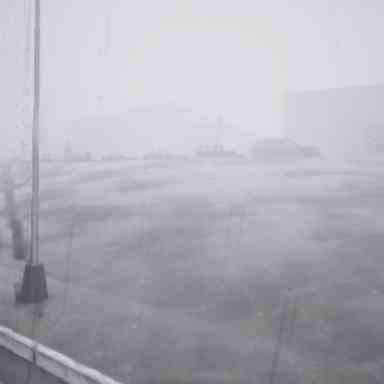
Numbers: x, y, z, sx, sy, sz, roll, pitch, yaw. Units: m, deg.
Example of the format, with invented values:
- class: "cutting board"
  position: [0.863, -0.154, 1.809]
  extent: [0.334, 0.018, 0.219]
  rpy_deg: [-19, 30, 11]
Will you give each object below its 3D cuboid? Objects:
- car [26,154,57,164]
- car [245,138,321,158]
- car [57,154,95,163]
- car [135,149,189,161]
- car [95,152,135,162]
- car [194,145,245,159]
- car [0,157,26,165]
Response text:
- class: "car"
  position: [-17.245, -3.788, 40.003]
  extent: [4.553, 1.767, 2.185]
  rpy_deg: [1, 1, 31]
- class: "car"
  position: [7.631, -3.341, 27.366]
  extent: [5.566, 2.045, 2.435]
  rpy_deg: [2, 1, 25]
- class: "car"
  position: [-12.251, -3.528, 37.205]
  extent: [4.792, 1.488, 2.163]
  rpy_deg: [1, 1, 29]
- class: "car"
  position: [-2.553, -3.356, 32.143]
  extent: [4.892, 1.521, 2.231]
  rpy_deg: [1, 1, 27]
- class: "car"
  position: [-7.386, -3.417, 34.599]
  extent: [4.674, 1.452, 2.002]
  rpy_deg: [1, 1, 28]
- class: "car"
  position: [2.529, -3.359, 29.703]
  extent: [4.553, 1.767, 2.185]
  rpy_deg: [1, 1, 26]
- class: "car"
  position: [-22.000, -3.764, 42.817]
  extent: [5.008, 1.535, 2.097]
  rpy_deg: [1, 1, 32]
